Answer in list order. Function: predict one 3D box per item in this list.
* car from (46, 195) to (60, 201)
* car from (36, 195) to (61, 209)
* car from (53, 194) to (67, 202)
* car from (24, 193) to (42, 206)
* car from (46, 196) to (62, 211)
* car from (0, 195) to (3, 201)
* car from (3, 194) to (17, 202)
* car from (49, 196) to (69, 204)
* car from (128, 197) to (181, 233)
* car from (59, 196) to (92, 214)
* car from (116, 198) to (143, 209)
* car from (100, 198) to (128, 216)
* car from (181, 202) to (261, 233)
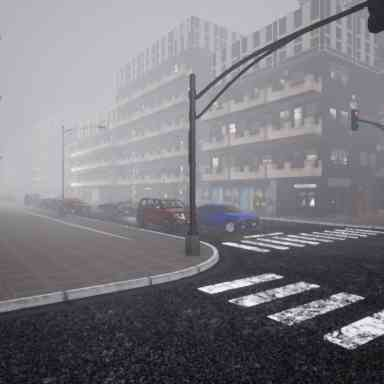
[{"bbox_3d":[-31.318,1.379,75.058,2.008,1.369,4.403,0,0,-36],"label":"car"},{"bbox_3d":[-18.171,1.436,42.619,1.947,1.339,4.313,0,0,-36],"label":"car"},{"bbox_3d":[-27.996,1.269,70.472,1.967,1.590,4.097,0,0,-36],"label":"car"},{"bbox_3d":[-24.815,1.162,51.793,2.192,1.841,5.009,0,0,-36],"label":"car"},{"bbox_3d":[-14.848,1.451,38.030,1.947,1.339,4.313,0,0,-36],"label":"car"},{"bbox_3d":[-41.430,1.269,74.730,1.967,1.590,4.097,0,0,-36],"label":"car"},{"bbox_3d":[-38.107,1.412,70.144,1.802,1.307,4.206,0,0,-36],"label":"car"},{"bbox_3d":[-24.517,1.383,61.265,2.033,1.411,5.357,0,0,-37],"label":"car"},{"bbox_3d":[-1.556,1.264,19.679,2.192,1.841,5.009,0,0,-36],"label":"car"},{"bbox_3d":[-11.524,1.444,33.442,1.887,1.381,4.507,0,0,-36],"label":"car"},{"bbox_3d":[-8.061,1.465,42.947,1.802,1.307,4.206,0,0,-36],"label":"car"},{"bbox_3d":[-7.087,1.511,31.732,1.895,1.301,4.718,0,0,-36],"label":"car"},{"bbox_3d":[1.769,1.433,19.628,1.882,1.535,5.008,0,0,-38],"label":"car"}]
